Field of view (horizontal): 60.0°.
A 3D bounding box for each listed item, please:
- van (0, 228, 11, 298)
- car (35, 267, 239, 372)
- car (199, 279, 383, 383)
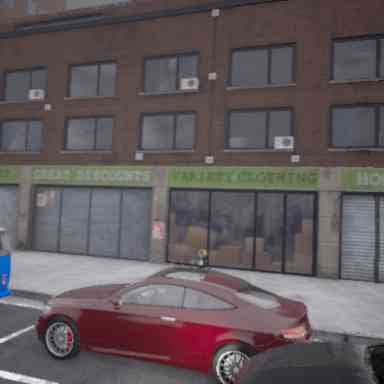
[{"bbox_3d":[-5.748,1.481,6.818,3.998,1.788,1.690,1,-3,17],"label":"van"},{"bbox_3d":[-0.336,1.861,5.187,4.206,1.307,1.802,1,-3,17],"label":"car"},{"bbox_3d":[2.645,1.755,2.265,4.892,1.490,1.837,1,-3,17],"label":"car"}]
